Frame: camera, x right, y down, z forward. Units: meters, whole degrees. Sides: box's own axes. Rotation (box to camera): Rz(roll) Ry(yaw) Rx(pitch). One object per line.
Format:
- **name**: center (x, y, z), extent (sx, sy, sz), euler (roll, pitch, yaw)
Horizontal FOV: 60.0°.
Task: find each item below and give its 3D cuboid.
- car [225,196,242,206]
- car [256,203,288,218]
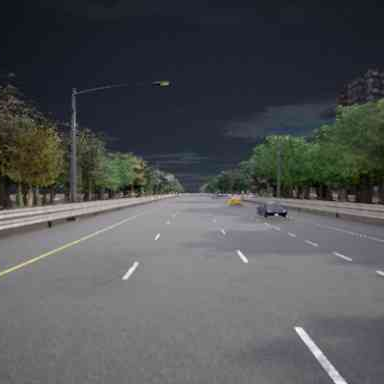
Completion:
- **car**: center (7.152, 1.529, 55.489), extent (1.882, 1.535, 5.008), euler (0, 0, 0)
- **car**: center (7.047, 1.619, 29.869), extent (1.895, 1.301, 4.718), euler (0, 0, 0)
